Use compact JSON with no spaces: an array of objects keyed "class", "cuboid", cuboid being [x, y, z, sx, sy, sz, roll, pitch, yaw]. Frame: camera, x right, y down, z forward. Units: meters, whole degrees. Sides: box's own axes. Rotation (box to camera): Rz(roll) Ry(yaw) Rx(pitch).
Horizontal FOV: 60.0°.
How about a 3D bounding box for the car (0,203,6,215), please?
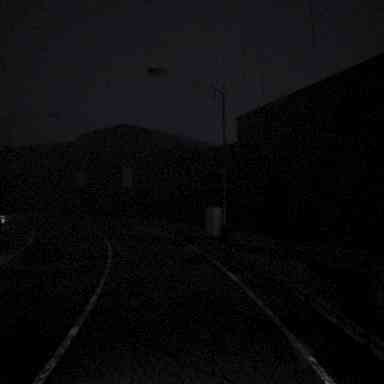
[{"class":"car","cuboid":[-23.372,1.485,37.464,5.566,2.045,2.150,0,-2,31]}]
